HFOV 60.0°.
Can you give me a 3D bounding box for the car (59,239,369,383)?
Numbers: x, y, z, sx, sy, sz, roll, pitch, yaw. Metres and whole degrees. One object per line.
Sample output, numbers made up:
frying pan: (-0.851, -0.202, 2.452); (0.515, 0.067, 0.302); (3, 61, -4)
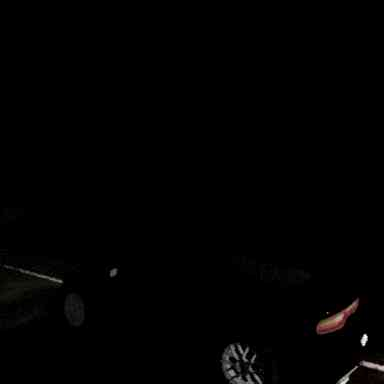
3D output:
car: (-0.070, 1.494, 5.212); (5.008, 1.535, 1.882); (0, 0, 36)
